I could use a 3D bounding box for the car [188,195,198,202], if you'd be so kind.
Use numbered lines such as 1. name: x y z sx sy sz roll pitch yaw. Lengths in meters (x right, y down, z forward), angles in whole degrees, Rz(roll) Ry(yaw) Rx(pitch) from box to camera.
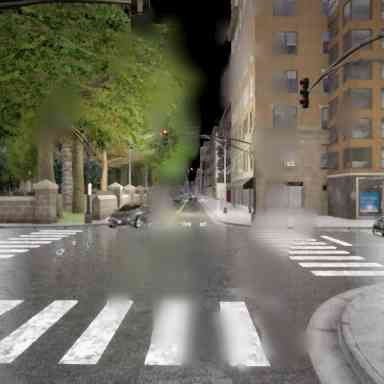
1. car: 0.205 1.424 70.737 1.812 1.442 4.674 0 0 0

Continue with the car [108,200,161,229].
1. car: -3.750 1.498 21.636 1.837 1.490 4.892 1 0 11

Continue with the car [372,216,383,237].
1. car: 11.004 1.366 15.548 4.553 1.767 2.097 0 0 0

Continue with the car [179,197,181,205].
1. car: -2.917 1.525 58.984 1.895 1.301 4.718 0 0 1

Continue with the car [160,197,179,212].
1. car: -3.011 1.457 38.272 2.128 1.511 4.902 0 0 0
